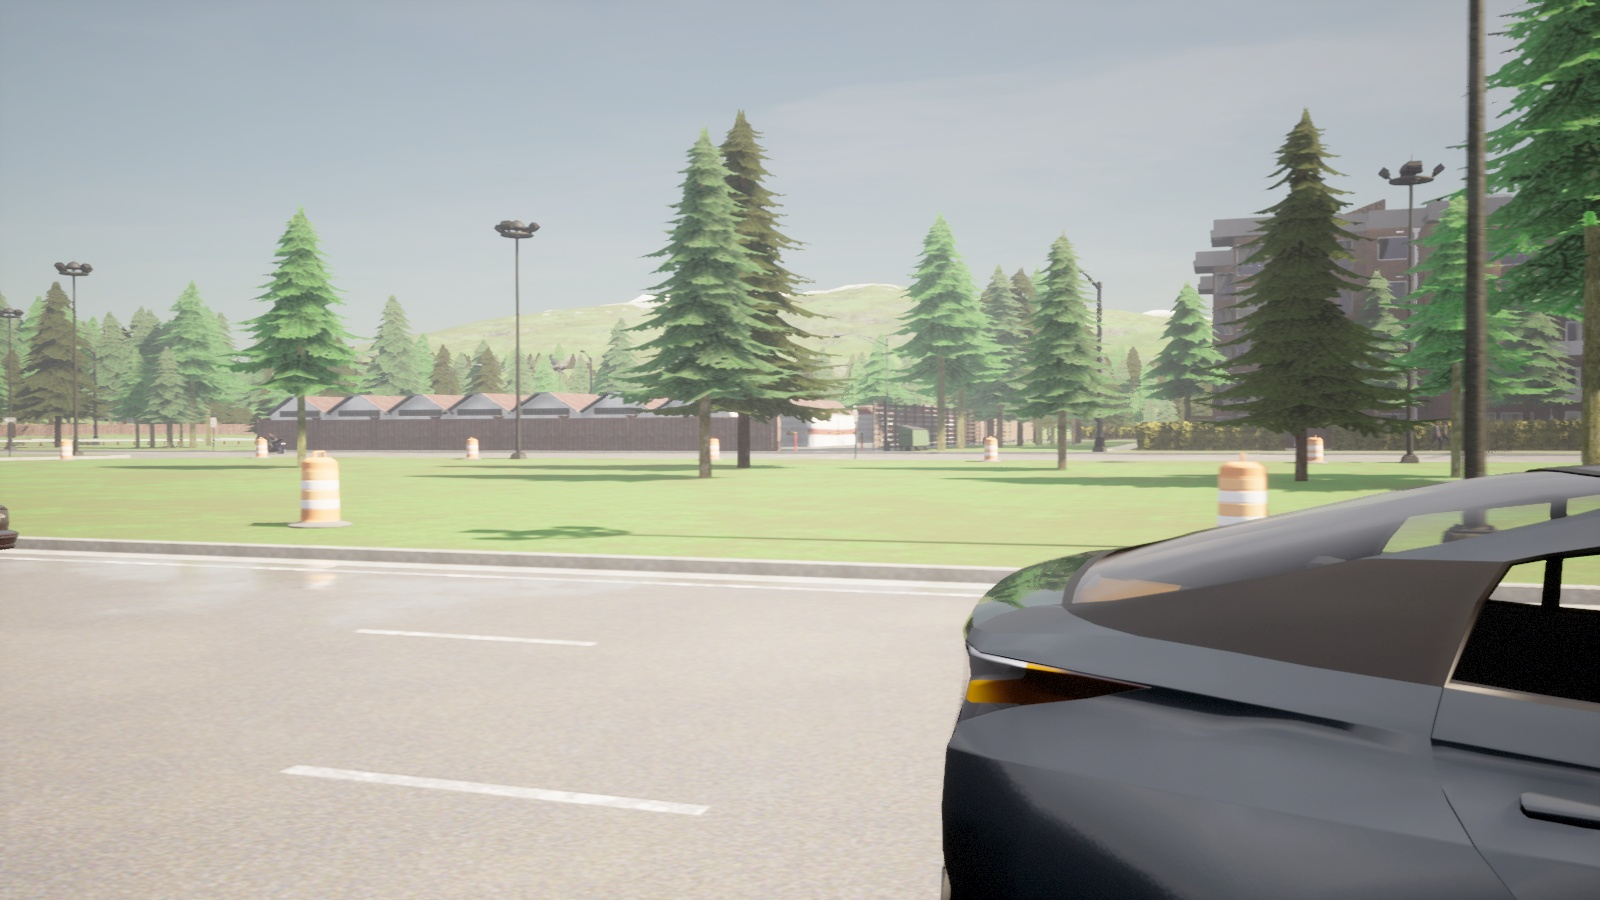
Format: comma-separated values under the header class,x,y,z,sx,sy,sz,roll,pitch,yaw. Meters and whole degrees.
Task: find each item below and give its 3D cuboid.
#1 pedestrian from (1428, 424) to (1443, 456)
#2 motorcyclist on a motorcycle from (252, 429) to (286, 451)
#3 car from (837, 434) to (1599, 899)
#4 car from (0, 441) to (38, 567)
class,x,y,z,sx,sy,sz,roll,pitch,yaw
pedestrian,37.651,-0.595,74.423,0.694,1.848,0.540,1,1,19
motorcyclist on a motorcycle,-37.313,-0.692,88.244,2.191,1.530,0.866,1,1,19
car,2.521,0.745,2.344,4.514,1.525,2.007,1,1,19
car,-11.747,0.597,14.531,5.357,1.411,2.033,1,1,19
